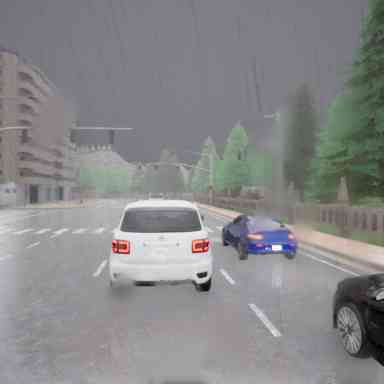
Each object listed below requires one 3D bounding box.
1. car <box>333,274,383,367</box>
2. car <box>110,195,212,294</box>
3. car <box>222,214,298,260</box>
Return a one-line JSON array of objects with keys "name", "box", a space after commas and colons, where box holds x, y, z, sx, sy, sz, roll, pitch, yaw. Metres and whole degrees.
[{"name": "car", "box": [3.120, 1.492, 3.135, 2.128, 1.511, 4.902, 0, 0, -3]}, {"name": "car", "box": [-0.802, 1.221, 9.003, 2.150, 2.045, 5.566, 0, 0, -5]}, {"name": "car", "box": [2.342, 1.526, 12.363, 1.812, 1.442, 4.674, 0, 0, -6]}]
